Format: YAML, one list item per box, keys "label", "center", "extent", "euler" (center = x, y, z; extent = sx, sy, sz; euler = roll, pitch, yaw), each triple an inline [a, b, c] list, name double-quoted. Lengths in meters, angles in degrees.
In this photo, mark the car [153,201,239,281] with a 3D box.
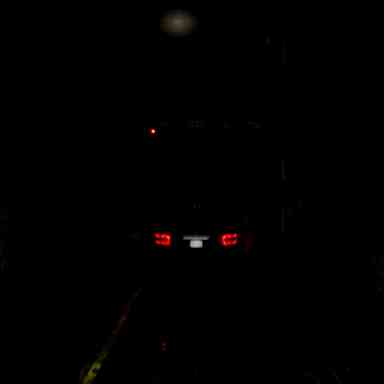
- label: "car"
  center: [0.103, 1.281, 10.214]
  extent: [2.150, 2.045, 5.566]
  euler: [0, 0, 0]
